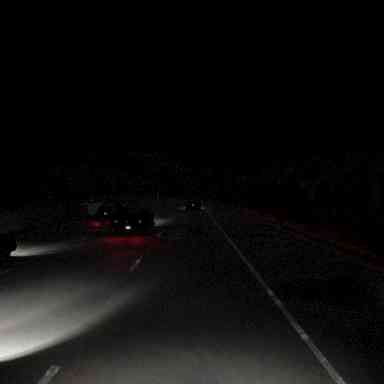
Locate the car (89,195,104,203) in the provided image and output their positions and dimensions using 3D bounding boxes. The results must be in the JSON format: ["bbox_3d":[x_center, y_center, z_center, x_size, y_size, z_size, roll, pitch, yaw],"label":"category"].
[{"bbox_3d":[-20.979,1.540,73.143,1.882,1.535,5.008,0,0,0],"label":"car"}]

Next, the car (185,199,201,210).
[{"bbox_3d":[0.112,1.572,42.982,1.994,1.385,4.181,0,0,0],"label":"car"}]

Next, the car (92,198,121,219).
[{"bbox_3d":[-6.892,1.528,28.839,1.812,1.442,4.674,0,0,0],"label":"car"}]

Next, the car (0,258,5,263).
[{"bbox_3d":[-3.395,1.564,2.129,1.994,1.385,4.181,0,0,0],"label":"car"}]

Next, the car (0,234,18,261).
[{"bbox_3d":[-6.898,1.548,8.948,2.033,1.411,5.357,0,0,0],"label":"car"}]

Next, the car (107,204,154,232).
[{"bbox_3d":[-3.394,1.603,19.933,1.895,1.301,4.718,0,0,0],"label":"car"}]

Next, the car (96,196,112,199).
[{"bbox_3d":[-14.034,1.586,55.496,1.994,1.385,4.181,0,0,1],"label":"car"}]

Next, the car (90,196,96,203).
[{"bbox_3d":[-17.495,1.514,62.738,1.882,1.535,5.008,0,0,0],"label":"car"}]
